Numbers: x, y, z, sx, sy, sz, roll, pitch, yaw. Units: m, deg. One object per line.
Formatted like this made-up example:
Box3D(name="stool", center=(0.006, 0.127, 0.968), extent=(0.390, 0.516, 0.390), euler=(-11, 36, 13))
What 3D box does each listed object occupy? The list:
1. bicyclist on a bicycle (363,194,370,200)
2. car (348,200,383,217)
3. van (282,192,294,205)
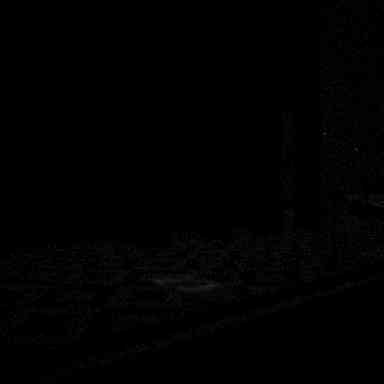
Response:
Box3D(name="bicyclist on a bicycle", center=(20.870, 1.030, 39.644), extent=(1.656, 1.620, 0.582), euler=(0, 1, -36))
Box3D(name="car", center=(14.846, 1.367, 28.314), extent=(2.008, 1.369, 4.403), euler=(1, 0, -36))
Box3D(name="van", center=(12.282, 0.930, 46.588), extent=(1.690, 1.788, 3.998), euler=(1, 0, -36))
